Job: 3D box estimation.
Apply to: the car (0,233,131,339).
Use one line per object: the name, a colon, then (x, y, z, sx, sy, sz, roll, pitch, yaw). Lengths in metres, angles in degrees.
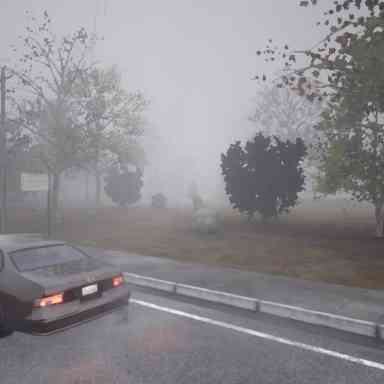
car: (-3.614, 1.547, 6.558, 5.357, 1.411, 2.033, 0, 0, 35)
